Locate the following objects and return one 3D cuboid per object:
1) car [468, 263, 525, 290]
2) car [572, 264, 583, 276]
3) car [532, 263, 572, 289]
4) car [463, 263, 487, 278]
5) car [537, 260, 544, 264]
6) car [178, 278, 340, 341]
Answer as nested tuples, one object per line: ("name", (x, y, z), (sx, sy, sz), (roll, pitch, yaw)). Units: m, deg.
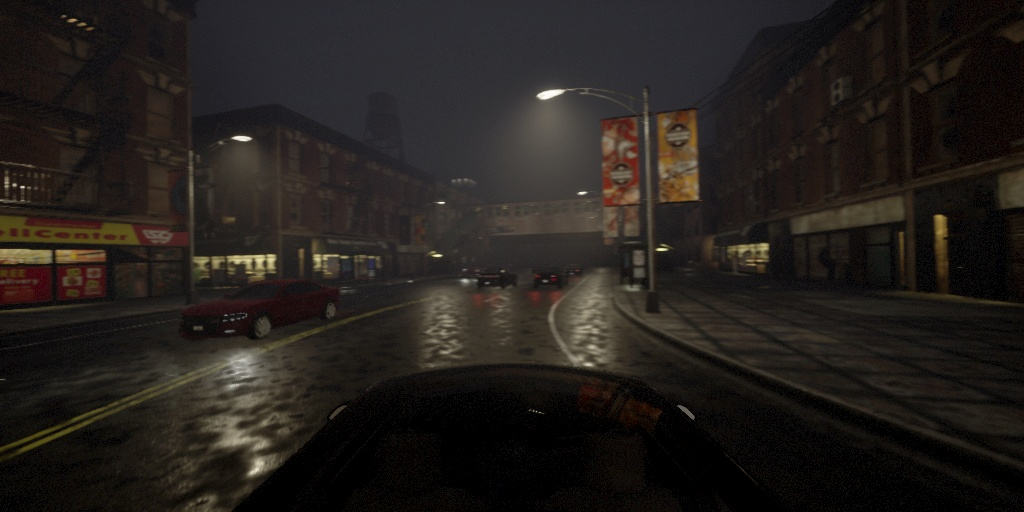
("car", (-0.911, 1.478, 24.562), (2.128, 1.511, 4.902), (-1, 0, 15))
("car", (6.774, 1.552, 39.398), (1.895, 1.301, 4.718), (-1, -1, 16))
("car", (2.764, 1.431, 24.853), (1.812, 1.442, 4.674), (-1, -1, 17))
("car", (-3.897, 1.555, 40.705), (2.097, 1.767, 4.553), (-1, 0, 16))
("car", (3.553, 1.515, 40.885), (1.882, 1.535, 5.008), (-1, 0, 15))
("car", (-7.382, 1.483, 11.136), (1.882, 1.535, 5.008), (-2, -1, 4))
